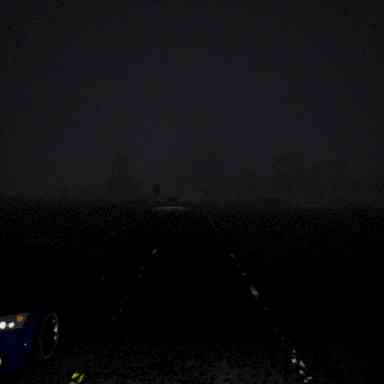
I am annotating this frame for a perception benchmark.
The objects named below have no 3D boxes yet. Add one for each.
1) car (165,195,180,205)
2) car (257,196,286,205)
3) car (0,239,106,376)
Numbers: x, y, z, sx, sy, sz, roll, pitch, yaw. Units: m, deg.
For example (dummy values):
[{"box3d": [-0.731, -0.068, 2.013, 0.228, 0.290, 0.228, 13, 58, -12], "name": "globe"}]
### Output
[{"box3d": [-2.736, 1.103, 47.380, 1.994, 1.385, 4.181, 0, 0, 0], "name": "car"}, {"box3d": [13.926, 1.481, 58.103, 4.902, 1.511, 2.128, 1, 1, 0], "name": "car"}, {"box3d": [-2.849, 1.530, 5.602, 1.994, 1.385, 4.181, 0, 0, 0], "name": "car"}]
